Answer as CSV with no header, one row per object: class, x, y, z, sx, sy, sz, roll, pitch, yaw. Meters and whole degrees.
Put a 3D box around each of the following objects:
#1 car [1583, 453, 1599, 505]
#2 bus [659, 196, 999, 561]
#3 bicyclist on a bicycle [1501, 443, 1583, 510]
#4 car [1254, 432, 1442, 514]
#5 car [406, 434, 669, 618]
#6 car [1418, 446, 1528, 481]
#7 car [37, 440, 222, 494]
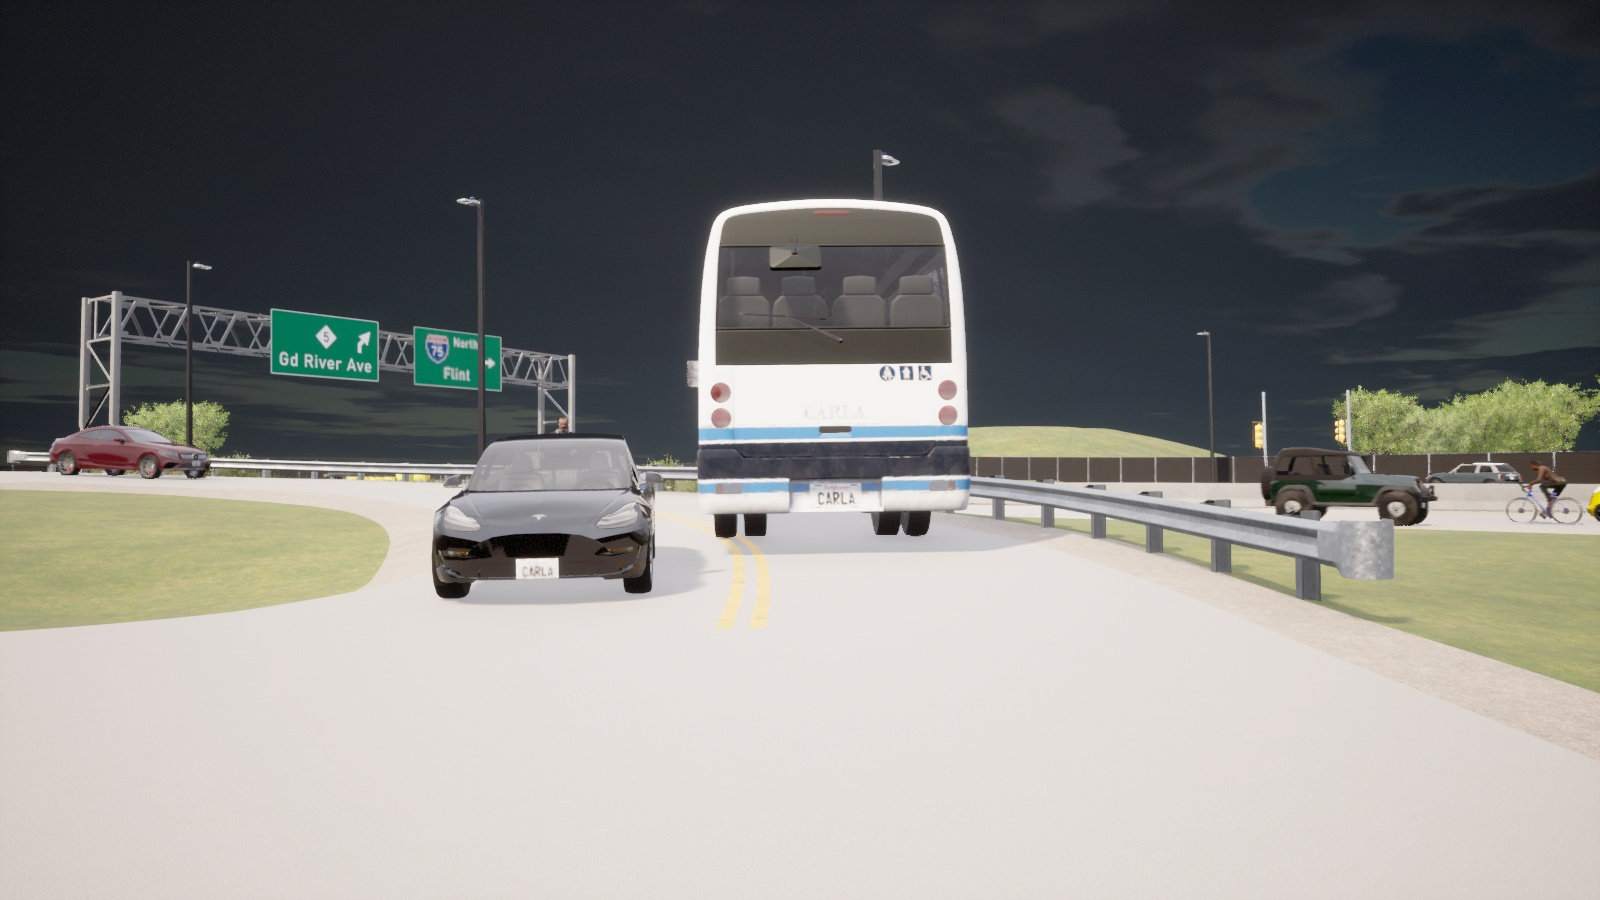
car,22.023,0.747,33.127,2.207,1.376,1.481,-2,-1,35
bus,0.109,-0.943,20.198,3.944,4.253,10.273,-2,1,-3
bicyclist on a bicycle,18.494,0.666,31.317,1.656,1.620,0.582,-2,-2,35
car,13.340,0.582,30.634,3.866,1.878,1.905,-2,-2,35
car,-2.490,0.617,13.154,2.163,1.488,4.792,-2,1,-6
car,29.826,0.625,55.741,1.970,1.475,3.806,-1,-1,-28
car,-18.886,0.467,35.400,4.674,1.442,1.812,0,-1,17
